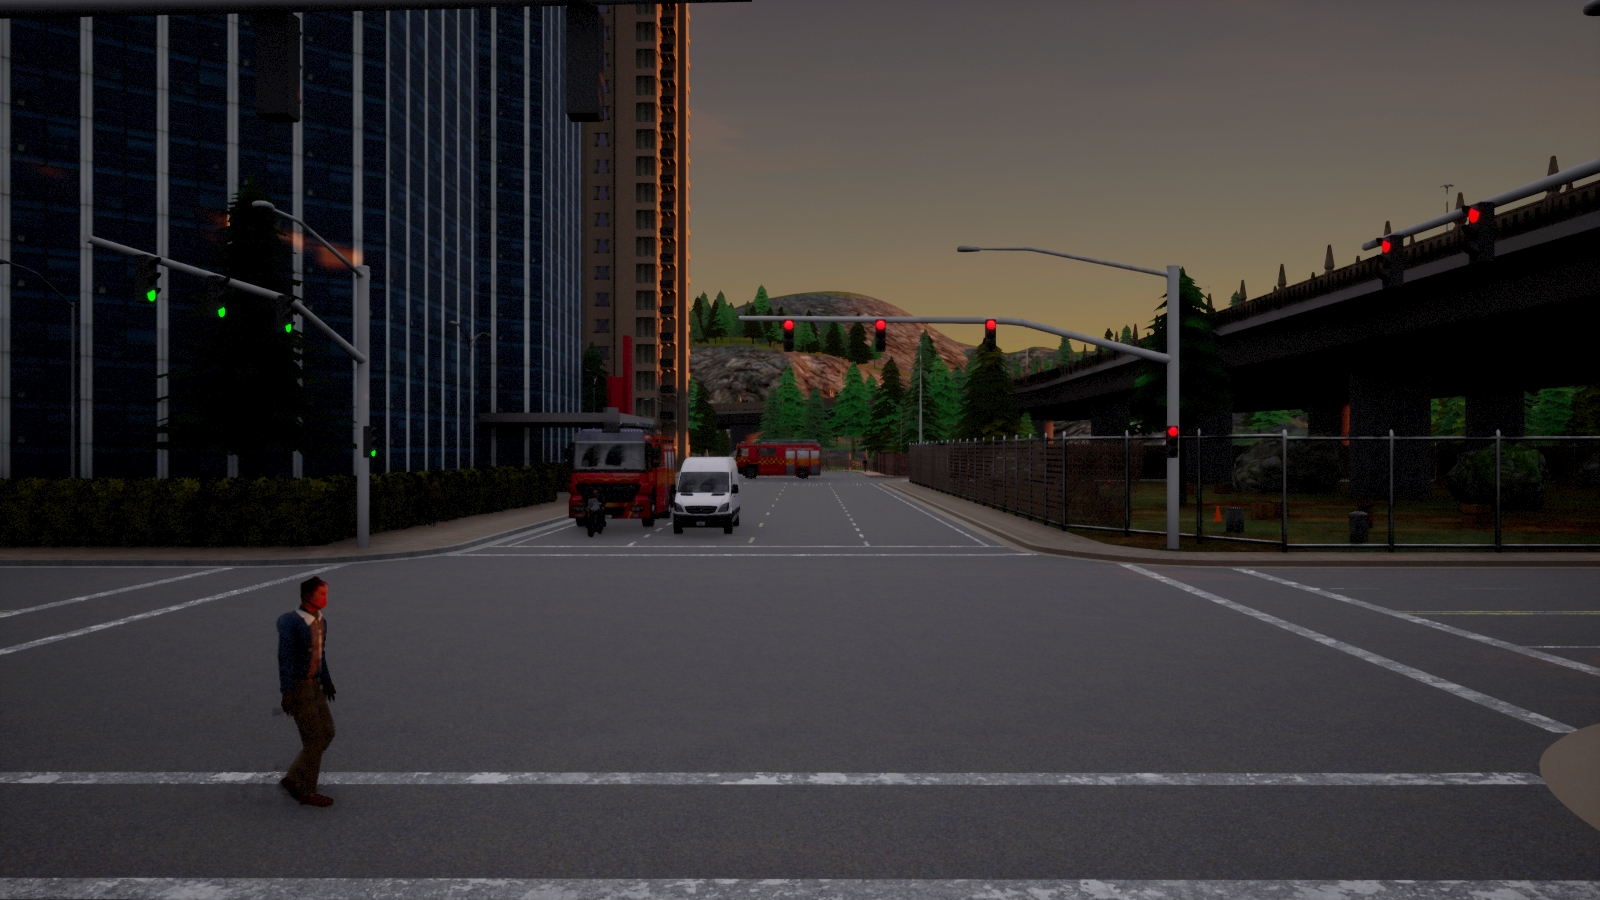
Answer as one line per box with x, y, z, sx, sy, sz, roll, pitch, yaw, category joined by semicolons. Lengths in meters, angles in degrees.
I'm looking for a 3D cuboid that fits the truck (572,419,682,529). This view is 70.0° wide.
-6.445;0.835;43.975;2.891;3.827;8.468;0;0;0;truck

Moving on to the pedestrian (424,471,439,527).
-12.437;1.642;38.547;0.375;1.860;0.375;0;0;3;pedestrian

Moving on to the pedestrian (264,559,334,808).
-3.894;1.794;8.898;0.375;1.860;0.375;0;0;2;pedestrian

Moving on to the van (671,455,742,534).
-3.226;1.479;40.346;1.988;2.561;5.915;0;0;0;van

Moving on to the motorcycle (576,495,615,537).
-6.735;2.150;37.693;0.867;1.251;2.209;0;0;0;motorcycle
